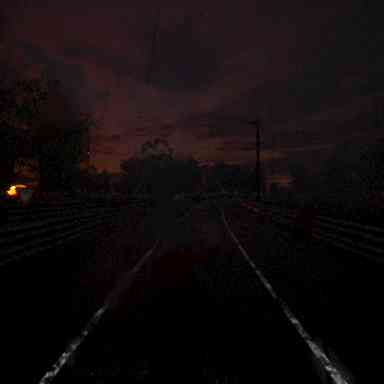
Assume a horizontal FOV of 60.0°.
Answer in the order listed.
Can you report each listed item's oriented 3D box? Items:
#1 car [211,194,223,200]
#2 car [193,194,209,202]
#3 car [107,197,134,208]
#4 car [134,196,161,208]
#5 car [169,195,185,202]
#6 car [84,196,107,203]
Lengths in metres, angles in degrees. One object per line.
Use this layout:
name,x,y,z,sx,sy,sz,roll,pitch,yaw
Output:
car,7.550,1.461,94.884,1.994,1.385,4.181,0,0,17
car,1.692,1.221,73.857,2.097,1.767,4.553,0,0,15
car,-9.059,1.372,44.220,1.994,1.385,4.181,0,0,13
car,-5.536,1.314,43.959,1.837,1.490,4.892,0,0,12
car,-2.809,1.384,70.461,1.812,1.442,4.674,0,0,14
car,-12.585,1.314,44.495,1.837,1.490,4.892,0,0,12
